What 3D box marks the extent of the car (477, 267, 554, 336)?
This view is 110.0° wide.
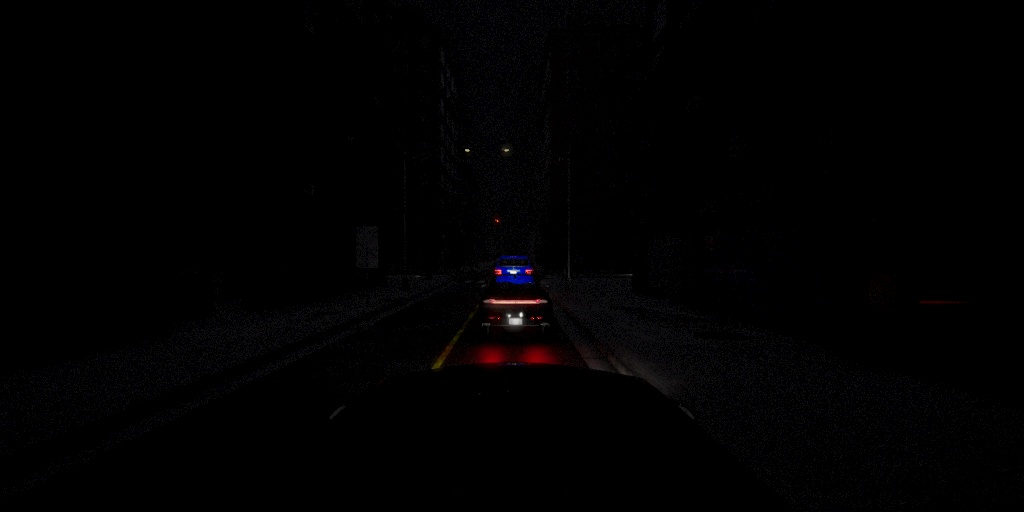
[{"bbox_3d":[0.098,1.241,10.381,2.128,1.511,4.902,0,0,0],"label":"car"}]

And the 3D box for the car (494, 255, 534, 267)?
[{"bbox_3d":[0.102,0.971,20.693,2.150,2.045,5.566,0,0,1],"label":"car"}]

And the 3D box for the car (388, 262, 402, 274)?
[{"bbox_3d":[-14.660,1.288,40.352,4.313,1.339,1.948,0,0,0],"label":"car"}]
